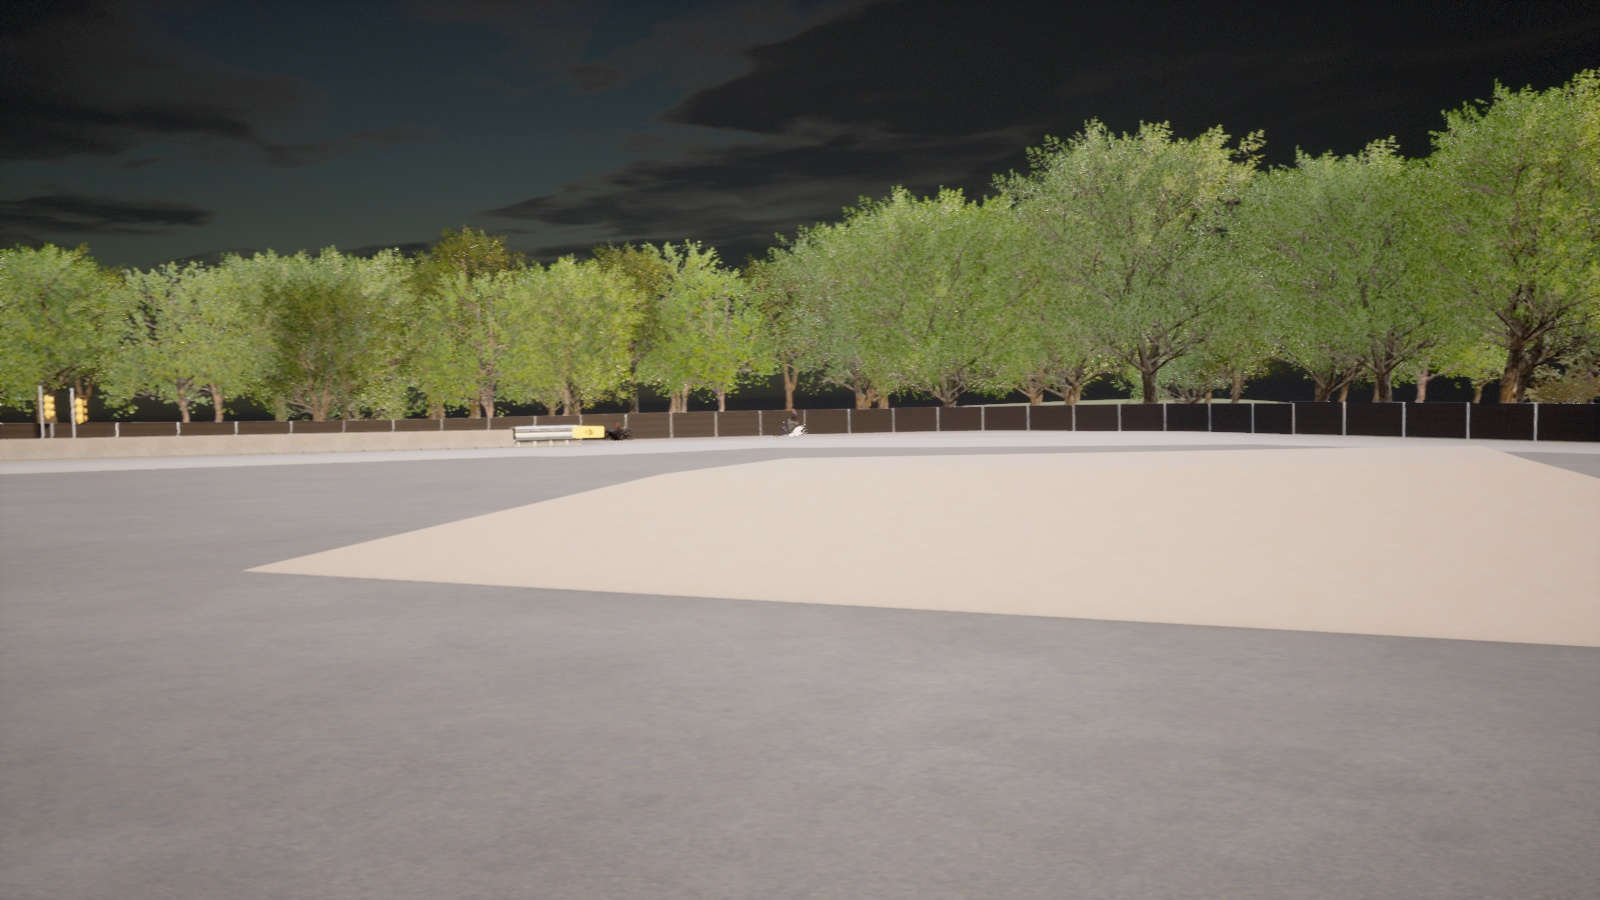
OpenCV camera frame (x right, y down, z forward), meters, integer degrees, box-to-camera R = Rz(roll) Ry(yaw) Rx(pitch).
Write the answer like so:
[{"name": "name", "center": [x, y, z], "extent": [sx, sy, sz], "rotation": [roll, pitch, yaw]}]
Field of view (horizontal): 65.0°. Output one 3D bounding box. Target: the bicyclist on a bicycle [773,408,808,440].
[{"name": "bicyclist on a bicycle", "center": [-0.554, -1.456, 70.561], "extent": [1.843, 1.776, 0.659], "rotation": [-1, 2, -16]}]

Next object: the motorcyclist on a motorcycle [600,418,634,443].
[{"name": "motorcyclist on a motorcycle", "center": [-11.873, -1.268, 81.601], "extent": [2.044, 1.523, 0.797], "rotation": [-2, 3, -20]}]
